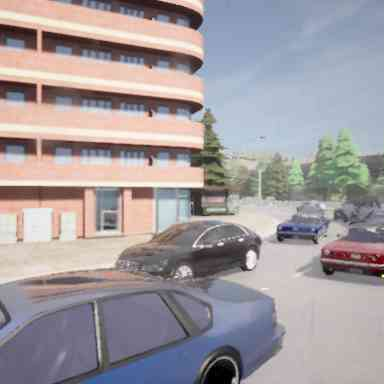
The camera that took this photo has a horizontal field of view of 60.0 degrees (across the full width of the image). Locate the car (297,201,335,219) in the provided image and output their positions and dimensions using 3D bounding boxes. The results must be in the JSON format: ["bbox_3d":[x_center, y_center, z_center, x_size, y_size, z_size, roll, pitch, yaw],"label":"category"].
[{"bbox_3d":[9.456,1.712,26.231,2.128,1.511,4.902,0,-1,13],"label":"car"}]

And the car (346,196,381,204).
[{"bbox_3d":[20.142,1.542,40.034,2.150,2.045,5.566,0,-1,-8],"label":"car"}]

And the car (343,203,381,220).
[{"bbox_3d":[12.329,1.744,23.211,2.033,1.411,5.357,0,-1,15],"label":"car"}]

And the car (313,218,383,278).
[{"bbox_3d":[5.429,1.684,10.052,1.895,1.301,4.718,0,-1,37],"label":"car"}]

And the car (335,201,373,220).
[{"bbox_3d":[13.322,1.756,27.989,1.812,1.442,4.674,0,-1,9],"label":"car"}]

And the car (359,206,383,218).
[{"bbox_3d":[10.648,1.714,18.415,1.994,1.385,4.181,0,-1,24],"label":"car"}]

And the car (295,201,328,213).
[{"bbox_3d":[15.724,1.895,44.044,1.812,1.442,4.674,0,-1,-14],"label":"car"}]

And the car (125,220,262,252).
[{"bbox_3d":[0.154,1.590,9.371,1.837,1.490,4.892,-1,-1,43],"label":"car"}]

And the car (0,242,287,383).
[{"bbox_3d":[-1.305,1.580,3.215,5.357,1.411,2.033,0,-1,-39],"label":"car"}]

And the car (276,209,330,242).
[{"bbox_3d":[5.713,1.743,16.786,1.895,1.301,4.718,0,-1,29],"label":"car"}]
